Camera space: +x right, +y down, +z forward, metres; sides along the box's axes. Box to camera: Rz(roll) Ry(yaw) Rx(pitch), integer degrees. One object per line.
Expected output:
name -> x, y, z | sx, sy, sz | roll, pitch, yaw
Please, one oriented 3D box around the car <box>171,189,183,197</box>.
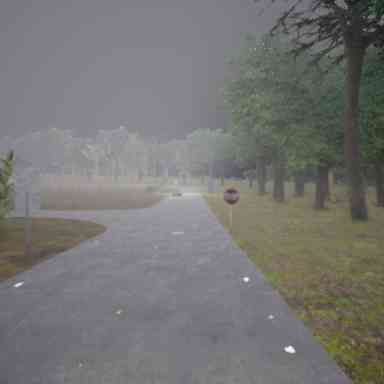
car -> -2.769, 0.177, 61.218 | 1.837, 1.490, 4.892 | 0, 2, 0
